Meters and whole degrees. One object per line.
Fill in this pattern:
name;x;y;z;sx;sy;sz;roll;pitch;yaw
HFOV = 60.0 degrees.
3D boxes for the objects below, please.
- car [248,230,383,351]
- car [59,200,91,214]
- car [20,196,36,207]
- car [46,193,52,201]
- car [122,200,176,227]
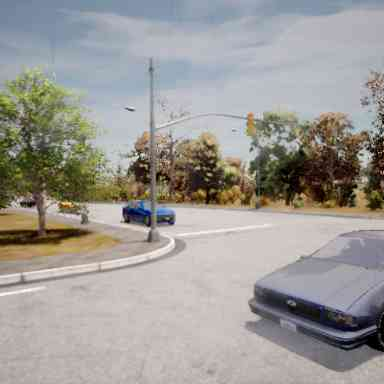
car;3.543;1.465;6.240;5.357;1.411;2.033;-1;1;-35
car;-11.967;1.355;33.864;1.882;1.535;5.008;-1;1;-38
car;-23.798;1.616;49.005;1.895;1.301;4.718;-1;0;-38
car;-37.610;1.673;86.778;1.895;1.301;4.718;-1;0;-28
car;-2.929;1.336;22.148;1.882;1.535;5.008;-1;1;-36
